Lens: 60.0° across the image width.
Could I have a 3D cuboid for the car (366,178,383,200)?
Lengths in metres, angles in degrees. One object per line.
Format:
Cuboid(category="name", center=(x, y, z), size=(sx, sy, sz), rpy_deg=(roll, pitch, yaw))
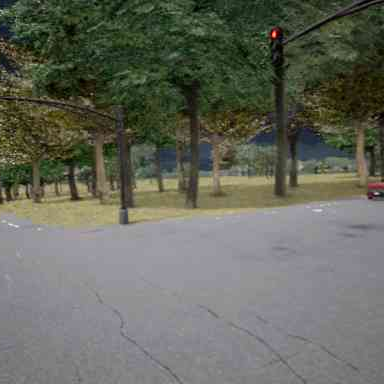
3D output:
Cuboid(category="car", center=(12.835, -0.376, 20.668), size=(5.008, 1.535, 1.882), rpy_deg=(-5, 3, -32))
